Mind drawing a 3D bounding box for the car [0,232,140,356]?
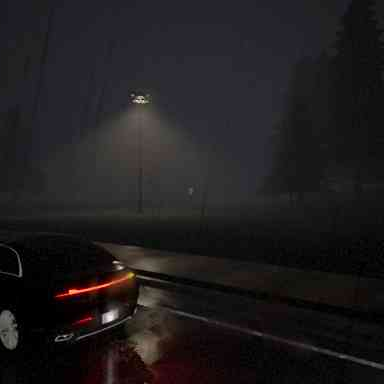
[{"bbox_3d":[-3.123,1.505,6.101,4.892,1.490,1.837,0,0,36],"label":"car"}]
